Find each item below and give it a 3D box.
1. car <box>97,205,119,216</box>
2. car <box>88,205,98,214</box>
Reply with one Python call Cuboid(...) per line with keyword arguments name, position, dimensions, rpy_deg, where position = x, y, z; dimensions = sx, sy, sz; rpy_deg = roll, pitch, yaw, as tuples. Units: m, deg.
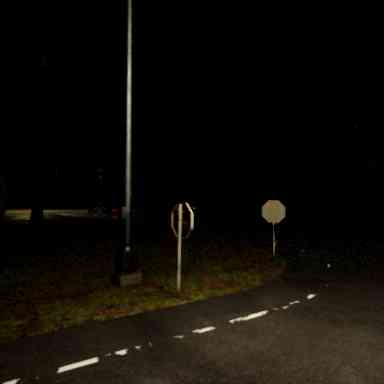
Cuboid(name="car", position=(-13.493, 3.123, 54.730), dimensions=(1.837, 1.490, 4.892), rpy_deg=(2, -2, -32))
Cuboid(name="car", position=(-17.373, 3.086, 60.573), dimensions=(2.097, 1.767, 4.553), rpy_deg=(2, -2, -33))
